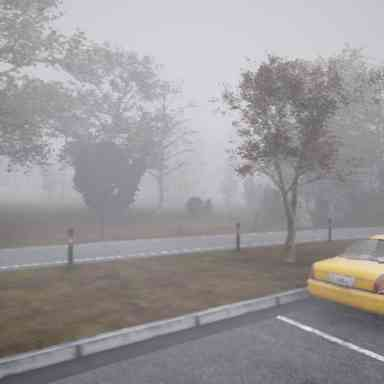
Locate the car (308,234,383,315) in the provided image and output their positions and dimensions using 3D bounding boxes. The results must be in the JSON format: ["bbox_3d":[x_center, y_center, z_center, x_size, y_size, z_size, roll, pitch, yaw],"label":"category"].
[{"bbox_3d":[4.864,1.545,7.218,5.366,1.575,1.946,0,-2,-31],"label":"car"}]
